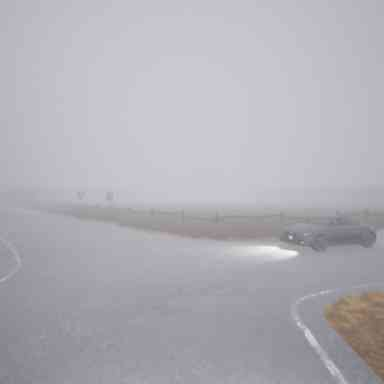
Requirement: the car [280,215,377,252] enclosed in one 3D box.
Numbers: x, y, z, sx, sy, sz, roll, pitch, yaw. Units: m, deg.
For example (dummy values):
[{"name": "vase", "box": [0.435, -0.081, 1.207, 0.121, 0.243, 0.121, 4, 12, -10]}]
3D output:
[{"name": "car", "box": [6.027, 1.733, 14.762, 4.181, 1.385, 1.994, 0, 0, -21]}]
